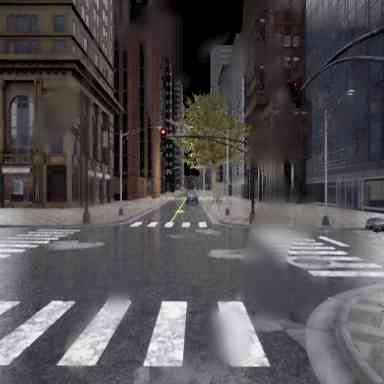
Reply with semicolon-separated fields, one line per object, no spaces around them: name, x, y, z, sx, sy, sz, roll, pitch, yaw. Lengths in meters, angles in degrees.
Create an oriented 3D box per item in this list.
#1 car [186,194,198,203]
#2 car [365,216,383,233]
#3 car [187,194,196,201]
car;0.014;1.066;60.745;2.097;1.767;4.553;0;1;0
car;11.907;1.638;18.324;4.403;1.369;2.008;0;0;0
car;-0.056;1.136;70.709;1.812;1.442;4.674;0;1;0
